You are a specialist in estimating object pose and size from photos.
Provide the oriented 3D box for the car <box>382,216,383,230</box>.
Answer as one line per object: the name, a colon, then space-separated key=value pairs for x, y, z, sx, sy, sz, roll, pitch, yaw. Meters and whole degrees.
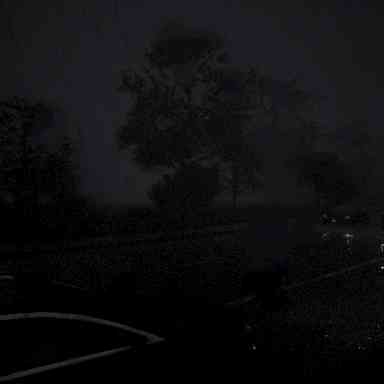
car: x=12.977 y=1.468 z=19.888 sx=5.008 sy=1.535 sz=1.882 roll=0 pitch=0 yaw=-45

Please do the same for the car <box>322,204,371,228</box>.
car: x=10.481 y=1.519 z=22.339 sx=4.674 sy=1.442 sz=1.812 roll=0 pitch=0 yaw=-45

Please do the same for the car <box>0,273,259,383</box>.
car: x=-1.533 y=1.498 z=2.787 sx=4.902 sy=1.511 sz=2.128 roll=0 pitch=0 yaw=-36
